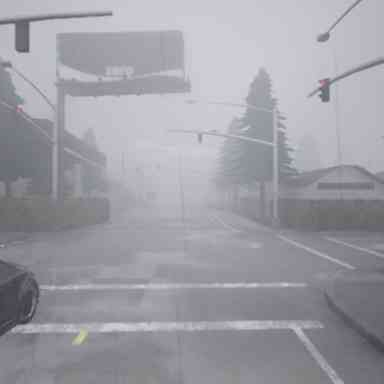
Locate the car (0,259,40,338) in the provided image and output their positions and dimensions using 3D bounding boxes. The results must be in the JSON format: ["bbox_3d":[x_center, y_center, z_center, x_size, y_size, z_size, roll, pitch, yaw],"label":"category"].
[{"bbox_3d":[-3.734,1.593,4.430,1.994,1.385,4.181,0,0,-2],"label":"car"}]
